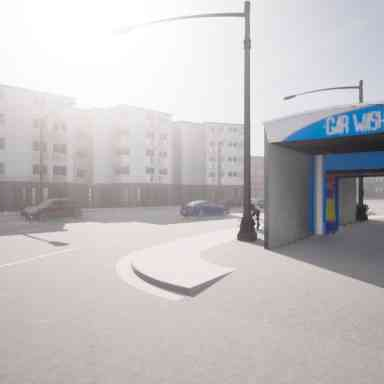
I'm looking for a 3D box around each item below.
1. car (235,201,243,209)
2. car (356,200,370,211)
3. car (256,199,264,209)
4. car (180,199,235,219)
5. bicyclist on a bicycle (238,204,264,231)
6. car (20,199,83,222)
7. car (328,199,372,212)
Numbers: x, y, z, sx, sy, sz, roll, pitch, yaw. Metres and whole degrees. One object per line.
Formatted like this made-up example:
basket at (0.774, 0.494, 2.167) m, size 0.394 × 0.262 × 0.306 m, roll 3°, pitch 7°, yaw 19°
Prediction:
car at (4.378, 1.601, 44.452) m, size 4.718 × 1.301 × 1.895 m, roll 0°, pitch 0°, yaw -27°
car at (15.680, 1.601, 34.090) m, size 4.718 × 1.301 × 1.895 m, roll 0°, pitch 0°, yaw -22°
car at (11.197, 1.223, 43.812) m, size 5.566 × 2.045 × 2.150 m, roll 0°, pitch 0°, yaw -21°
car at (1.178, 1.477, 29.348) m, size 5.008 × 1.535 × 1.882 m, roll 0°, pitch 0°, yaw -43°
bicyclist on a bicycle at (3.224, 1.301, 18.277) m, size 1.656 × 1.620 × 0.582 m, roll 0°, pitch 0°, yaw 38°
car at (-11.052, 1.351, 26.293) m, size 2.097 × 1.767 × 4.553 m, roll 0°, pitch 0°, yaw 37°
car at (18.435, 1.525, 38.732) m, size 4.674 × 1.442 × 1.812 m, roll 0°, pitch 0°, yaw -19°
